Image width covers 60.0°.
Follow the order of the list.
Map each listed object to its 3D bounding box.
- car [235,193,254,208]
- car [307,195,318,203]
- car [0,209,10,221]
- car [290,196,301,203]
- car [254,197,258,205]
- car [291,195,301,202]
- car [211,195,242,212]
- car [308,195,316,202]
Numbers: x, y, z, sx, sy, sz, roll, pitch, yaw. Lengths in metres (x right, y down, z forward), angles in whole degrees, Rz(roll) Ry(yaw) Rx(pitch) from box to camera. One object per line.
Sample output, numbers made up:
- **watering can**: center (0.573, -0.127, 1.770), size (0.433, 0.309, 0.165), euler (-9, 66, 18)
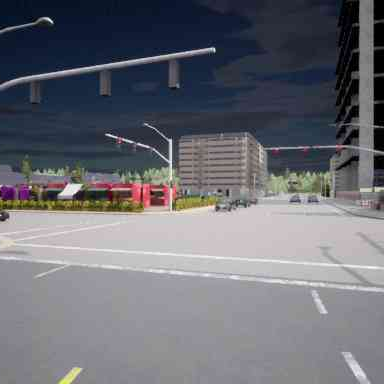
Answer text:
- **car**: center (7.271, 1.221, 49.141), size (2.150, 2.045, 5.566), euler (0, 0, 19)
- **car**: center (24.729, 1.541, 67.801), size (2.033, 1.411, 5.357), euler (0, 0, 19)
- **car**: center (-16.477, 1.620, 26.074), size (4.181, 1.385, 1.994), euler (0, 0, 19)
- **car**: center (21.519, 1.555, 69.236), size (1.994, 1.385, 4.181), euler (0, 0, 19)
- **car**: center (10.494, 1.564, 58.669), size (1.994, 1.385, 4.181), euler (0, 0, 19)
- **car**: center (24.596, 1.540, 78.461), size (2.033, 1.411, 5.357), euler (0, 0, 19)
- **car**: center (4.116, 1.491, 39.756), size (2.128, 1.511, 4.902), euler (0, 0, 19)
- **car**: center (28.018, 1.524, 77.657), size (1.812, 1.442, 4.674), euler (0, 0, 19)
